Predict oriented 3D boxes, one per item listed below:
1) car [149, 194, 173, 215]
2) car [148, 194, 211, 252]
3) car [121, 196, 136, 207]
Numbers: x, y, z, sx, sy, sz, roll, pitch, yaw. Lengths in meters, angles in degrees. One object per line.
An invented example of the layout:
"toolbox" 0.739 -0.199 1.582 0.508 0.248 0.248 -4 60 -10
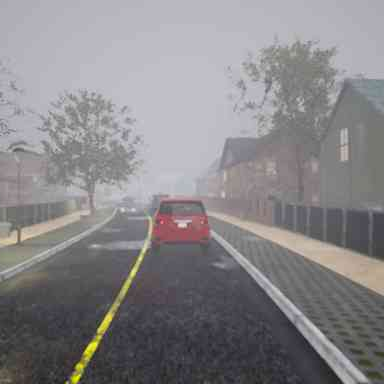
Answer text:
"car" -3.468 1.247 36.149 2.150 2.045 5.566 0 0 -11
"car" -0.536 1.233 14.145 2.150 2.045 5.566 0 0 -4
"car" -9.612 1.370 50.148 2.097 1.767 4.553 0 0 -14
